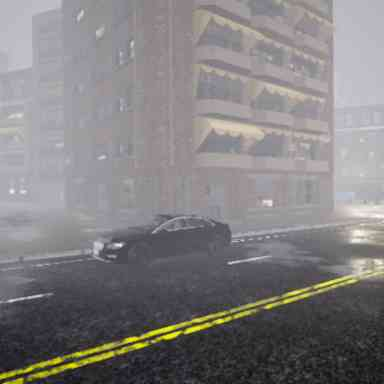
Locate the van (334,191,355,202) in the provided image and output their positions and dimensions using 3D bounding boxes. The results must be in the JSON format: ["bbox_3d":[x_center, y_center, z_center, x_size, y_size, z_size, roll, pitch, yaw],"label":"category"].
[{"bbox_3d":[27.416,0.809,60.251,3.998,1.788,1.690,1,0,21],"label":"van"}]

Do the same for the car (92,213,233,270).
[{"bbox_3d":[-0.817,1.487,11.150,4.902,1.511,2.128,0,0,-36],"label":"car"}]
